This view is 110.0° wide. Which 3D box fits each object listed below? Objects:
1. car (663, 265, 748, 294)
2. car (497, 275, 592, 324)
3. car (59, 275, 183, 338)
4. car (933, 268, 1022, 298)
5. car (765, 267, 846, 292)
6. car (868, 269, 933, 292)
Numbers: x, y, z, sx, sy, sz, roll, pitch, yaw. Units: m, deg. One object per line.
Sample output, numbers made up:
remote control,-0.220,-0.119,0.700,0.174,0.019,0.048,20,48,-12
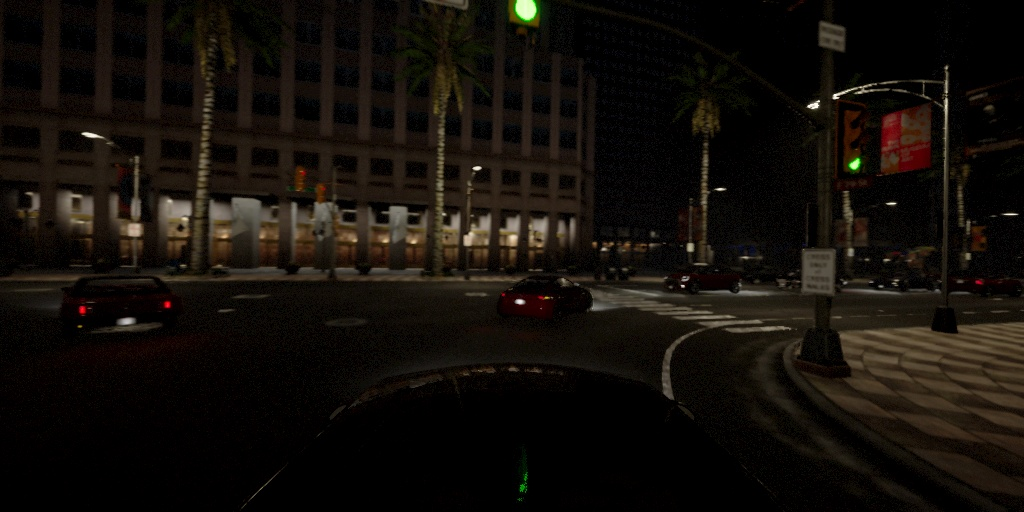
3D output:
car,11.771,1.356,22.293,4.553,1.767,2.097,1,0,-15
car,1.263,1.347,12.331,1.994,1.385,4.181,1,0,31
car,-10.386,1.147,9.449,4.718,1.301,1.895,1,0,39
car,31.059,1.746,23.762,4.553,1.767,2.097,1,0,-15
car,20.534,1.674,24.708,4.902,1.511,2.128,1,0,-15
car,29.955,1.922,27.296,5.357,1.411,2.033,1,0,-15
